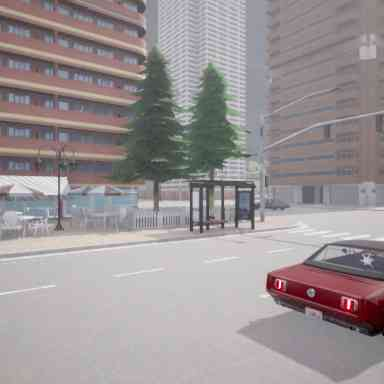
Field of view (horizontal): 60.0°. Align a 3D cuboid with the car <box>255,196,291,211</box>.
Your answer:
[{"bbox_3d":[10.024,1.603,42.744,2.033,1.411,5.357,0,0,-36],"label":"car"}]

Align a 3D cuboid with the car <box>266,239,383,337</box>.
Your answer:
[{"bbox_3d":[3.697,1.601,6.444,4.718,1.301,1.895,0,0,-36],"label":"car"}]
